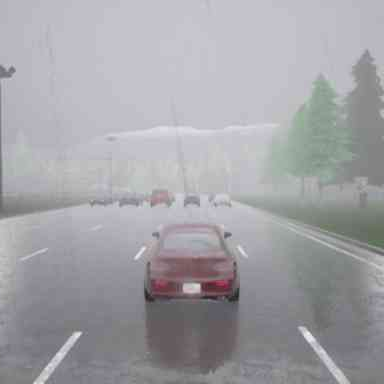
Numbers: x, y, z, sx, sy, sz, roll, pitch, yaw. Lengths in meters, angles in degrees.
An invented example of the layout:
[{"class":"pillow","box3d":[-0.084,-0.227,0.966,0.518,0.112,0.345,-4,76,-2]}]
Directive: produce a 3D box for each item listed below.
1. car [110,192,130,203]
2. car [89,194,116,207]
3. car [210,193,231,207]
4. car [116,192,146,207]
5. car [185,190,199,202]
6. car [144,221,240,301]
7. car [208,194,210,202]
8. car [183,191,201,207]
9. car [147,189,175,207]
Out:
[{"class":"car","box3d":[-10.504,0.799,48.932,1.994,1.385,4.181,0,1,0]},{"class":"car","box3d":[-10.505,0.990,39.021,1.895,1.301,4.718,0,1,0]},{"class":"car","box3d":[3.497,0.915,39.040,1.812,1.442,4.674,0,1,0]},{"class":"car","box3d":[-7.008,0.748,38.650,2.097,1.767,4.553,0,1,0]},{"class":"car","box3d":[-0.003,0.569,50.078,2.097,1.767,4.553,0,1,0]},{"class":"car","box3d":[-0.003,1.401,7.842,1.812,1.442,4.674,0,1,0]},{"class":"car","box3d":[3.487,0.793,49.333,1.994,1.385,4.181,0,1,1]},{"class":"car","box3d":[-0.004,0.895,38.929,1.837,1.490,4.892,0,1,0]},{"class":"car","box3d":[-3.508,0.619,38.437,2.150,2.045,5.566,0,1,0]}]
